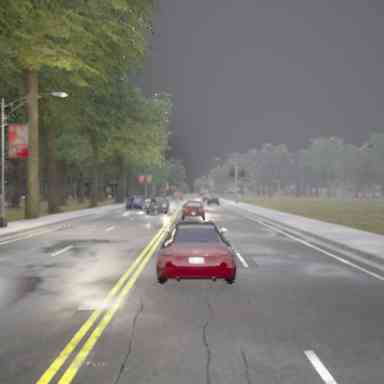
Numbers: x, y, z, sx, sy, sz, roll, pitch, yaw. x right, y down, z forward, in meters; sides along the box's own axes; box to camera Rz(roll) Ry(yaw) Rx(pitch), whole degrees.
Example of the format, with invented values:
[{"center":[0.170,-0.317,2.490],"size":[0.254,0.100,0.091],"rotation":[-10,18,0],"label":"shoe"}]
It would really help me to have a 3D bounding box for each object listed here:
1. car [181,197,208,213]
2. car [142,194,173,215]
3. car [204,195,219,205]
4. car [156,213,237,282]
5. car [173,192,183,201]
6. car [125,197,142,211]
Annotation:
[{"center":[0.110,1.444,27.534],"size":[1.812,1.442,4.674],"rotation":[0,0,0],"label":"car"},{"center":[-3.332,1.257,33.067],"size":[2.097,1.767,4.553],"rotation":[0,0,0],"label":"car"},{"center":[3.369,1.366,54.141],"size":[1.837,1.490,4.892],"rotation":[0,0,0],"label":"car"},{"center":[0.105,1.532,9.638],"size":[1.994,1.385,4.181],"rotation":[0,0,0],"label":"car"},{"center":[-3.225,0.943,74.744],"size":[2.150,2.045,5.566],"rotation":[0,0,0],"label":"car"},{"center":[-6.576,1.368,39.177],"size":[1.882,1.535,5.008],"rotation":[0,0,0],"label":"car"}]
